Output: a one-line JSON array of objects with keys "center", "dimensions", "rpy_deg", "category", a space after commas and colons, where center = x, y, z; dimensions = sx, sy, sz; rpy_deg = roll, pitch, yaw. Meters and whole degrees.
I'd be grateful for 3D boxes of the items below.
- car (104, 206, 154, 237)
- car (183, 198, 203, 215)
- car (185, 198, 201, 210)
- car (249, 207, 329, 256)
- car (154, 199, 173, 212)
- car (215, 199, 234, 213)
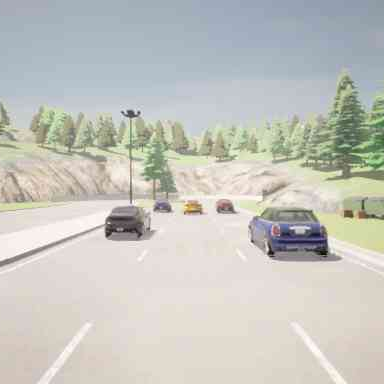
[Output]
[{"center": [-3.400, 1.505, 18.108], "dimensions": [1.837, 1.490, 4.892], "rpy_deg": [0, 0, 0], "category": "car"}, {"center": [0.096, 1.477, 34.430], "dimensions": [1.882, 1.535, 5.008], "rpy_deg": [0, 0, 0], "category": "car"}, {"center": [0.136, 1.547, 44.265], "dimensions": [2.033, 1.411, 5.357], "rpy_deg": [0, 0, 1], "category": "car"}, {"center": [3.600, 1.352, 13.193], "dimensions": [2.097, 1.767, 4.553], "rpy_deg": [0, 0, 0], "category": "car"}, {"center": [-3.398, 1.526, 38.806], "dimensions": [1.812, 1.442, 4.674], "rpy_deg": [0, 0, 0], "category": "car"}, {"center": [3.601, 1.526, 37.158], "dimensions": [1.812, 1.442, 4.674], "rpy_deg": [0, 0, 0], "category": "car"}]
